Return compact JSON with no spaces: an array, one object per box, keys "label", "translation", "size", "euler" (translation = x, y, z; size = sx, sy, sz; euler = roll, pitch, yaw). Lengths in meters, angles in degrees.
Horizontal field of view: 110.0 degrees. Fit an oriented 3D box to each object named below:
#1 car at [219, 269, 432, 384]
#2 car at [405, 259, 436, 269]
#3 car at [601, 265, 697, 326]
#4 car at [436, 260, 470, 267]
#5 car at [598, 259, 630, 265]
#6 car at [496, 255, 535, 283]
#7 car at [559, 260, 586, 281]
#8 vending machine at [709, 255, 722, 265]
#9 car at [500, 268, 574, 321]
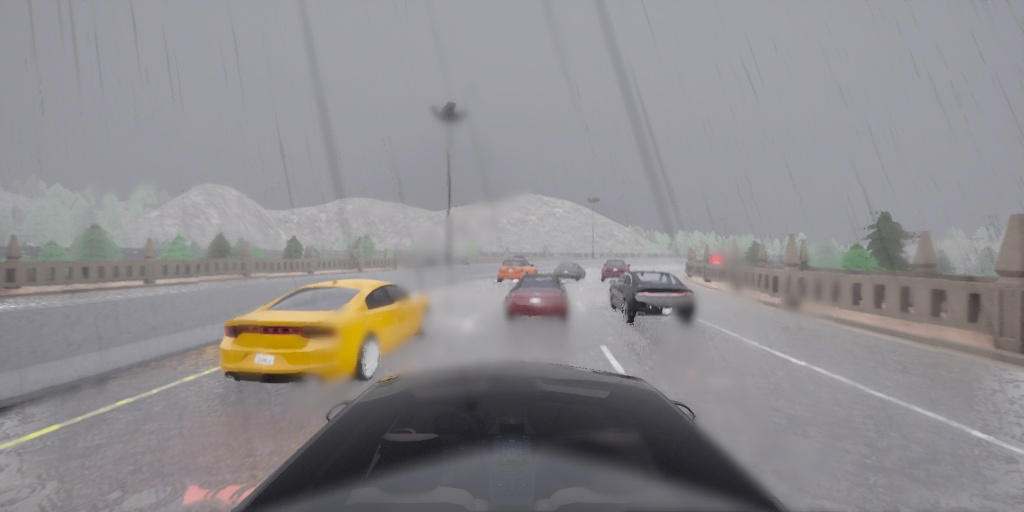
[{"label":"car","translation":[-3.072,1.196,7.153],"size":[1.882,1.535,5.008],"euler":[0,0,4]},{"label":"car","translation":[-9.992,1.087,40.216],"size":[1.837,1.490,4.892],"euler":[0,0,22]},{"label":"car","translation":[4.388,1.231,11.789],"size":[2.128,1.511,4.902],"euler":[0,0,7]},{"label":"car","translation":[-6.227,1.164,40.226],"size":[1.994,1.385,4.181],"euler":[0,0,23]},{"label":"car","translation":[8.521,1.055,29.274],"size":[2.097,1.767,4.553],"euler":[0,0,18]},{"label":"car","translation":[0.490,1.025,27.072],"size":[2.097,1.767,4.553],"euler":[0,0,16]},{"label":"car","translation":[4.811,1.250,29.231],"size":[1.994,1.385,4.181],"euler":[0,0,18]},{"label":"vending machine","translation":[16.714,0.936,29.463],"size":[1.100,2.100,0.880],"euler":[0,0,21]},{"label":"car","translation":[0.960,1.285,12.384],"size":[1.994,1.385,4.181],"euler":[0,0,7]}]
